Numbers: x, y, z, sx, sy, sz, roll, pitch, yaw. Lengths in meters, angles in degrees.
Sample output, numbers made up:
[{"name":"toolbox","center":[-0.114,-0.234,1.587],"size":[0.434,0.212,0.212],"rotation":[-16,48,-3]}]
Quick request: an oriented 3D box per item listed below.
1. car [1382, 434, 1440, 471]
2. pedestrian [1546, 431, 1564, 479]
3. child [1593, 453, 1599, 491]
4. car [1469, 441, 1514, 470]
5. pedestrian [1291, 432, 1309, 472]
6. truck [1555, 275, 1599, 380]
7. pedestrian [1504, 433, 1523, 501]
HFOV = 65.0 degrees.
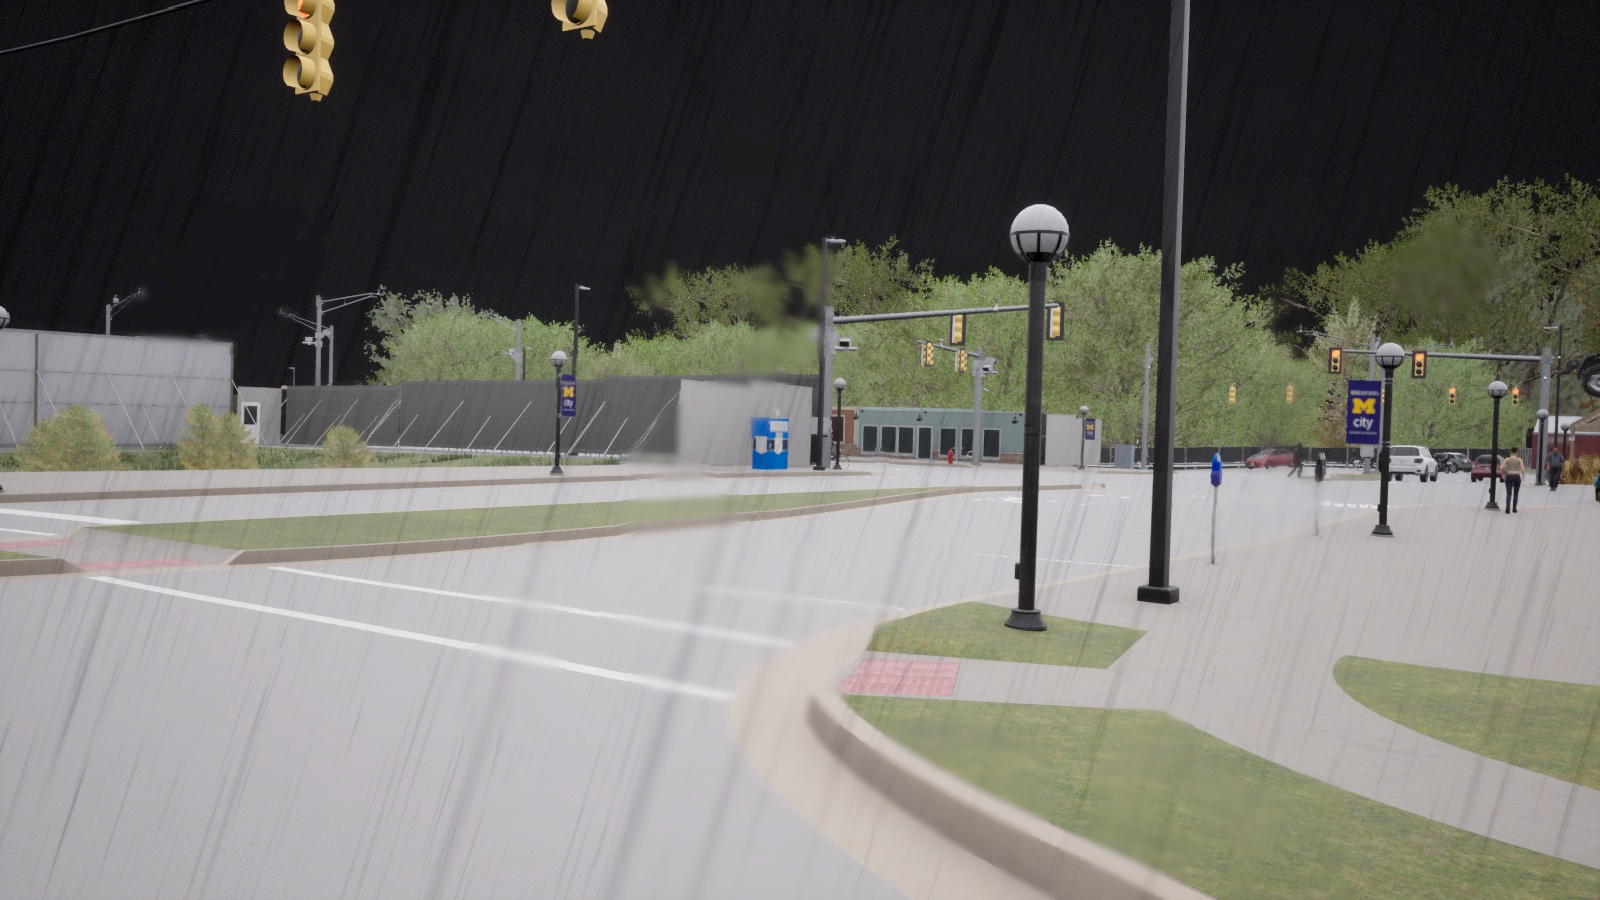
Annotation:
[{"name":"car","center":[35.005,0.157,71.877],"size":[2.150,2.045,5.566],"rotation":[0,0,35]},{"name":"pedestrian","center":[29.842,0.184,49.628],"size":[0.540,1.848,0.694],"rotation":[2,2,31]},{"name":"child","center":[25.952,0.714,40.706],"size":[0.343,1.192,0.448],"rotation":[1,2,24]},{"name":"car","center":[40.739,0.293,73.916],"size":[1.851,1.617,3.988],"rotation":[0,1,36]},{"name":"pedestrian","center":[24.770,0.085,62.201],"size":[0.692,1.930,0.395],"rotation":[2,2,41]},{"name":"truck","center":[30.150,-4.365,42.224],"size":[7.936,3.462,2.891],"rotation":[-3,2,32]},{"name":"pedestrian","center":[19.544,0.455,34.391],"size":[0.345,1.836,0.594],"rotation":[2,2,34]}]
